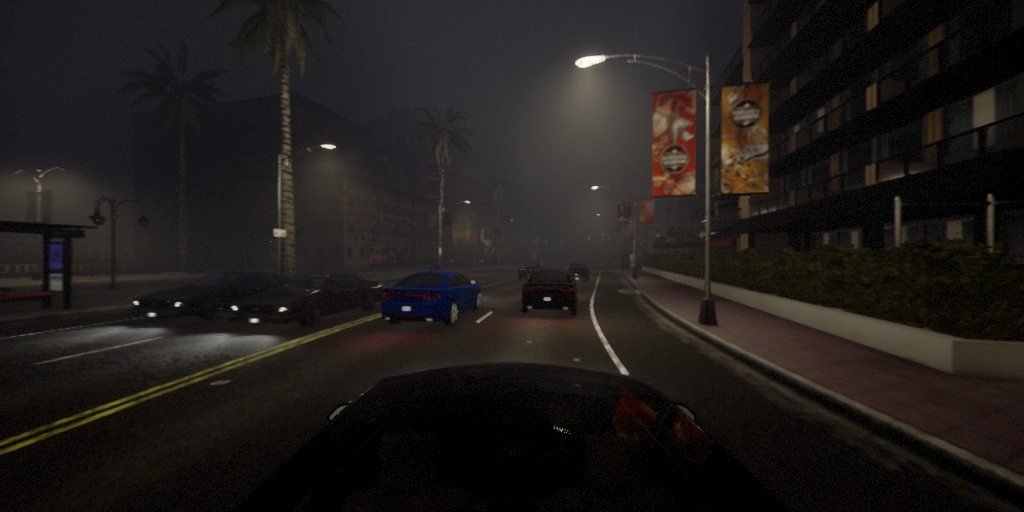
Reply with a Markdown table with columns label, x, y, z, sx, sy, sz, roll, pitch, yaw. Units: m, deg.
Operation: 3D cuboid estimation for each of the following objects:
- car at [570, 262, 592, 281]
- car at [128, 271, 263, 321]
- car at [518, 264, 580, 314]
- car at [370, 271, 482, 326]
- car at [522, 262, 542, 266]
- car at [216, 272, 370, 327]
| label | x | y | z | sx | sy | sz | roll | pitch | yaw |
| --- | --- | --- | --- | --- | --- | --- | --- | --- | --- |
| car | 5.713 | 1.282 | 30.923 | 1.837 | 1.490 | 4.892 | 0 | 0 | 14 |
| car | -9.586 | 1.239 | 12.556 | 2.033 | 1.411 | 5.357 | 0 | 0 | 9 |
| car | 1.578 | 1.234 | 13.974 | 1.882 | 1.535 | 5.008 | 0 | 0 | 10 |
| car | -2.354 | 1.212 | 11.732 | 1.882 | 1.535 | 5.008 | 0 | 0 | 9 |
| car | 1.808 | 1.246 | 29.782 | 2.128 | 1.511 | 4.902 | 0 | 0 | 14 |
| car | -6.174 | 1.259 | 11.740 | 2.033 | 1.411 | 5.357 | 0 | 0 | 8 |
